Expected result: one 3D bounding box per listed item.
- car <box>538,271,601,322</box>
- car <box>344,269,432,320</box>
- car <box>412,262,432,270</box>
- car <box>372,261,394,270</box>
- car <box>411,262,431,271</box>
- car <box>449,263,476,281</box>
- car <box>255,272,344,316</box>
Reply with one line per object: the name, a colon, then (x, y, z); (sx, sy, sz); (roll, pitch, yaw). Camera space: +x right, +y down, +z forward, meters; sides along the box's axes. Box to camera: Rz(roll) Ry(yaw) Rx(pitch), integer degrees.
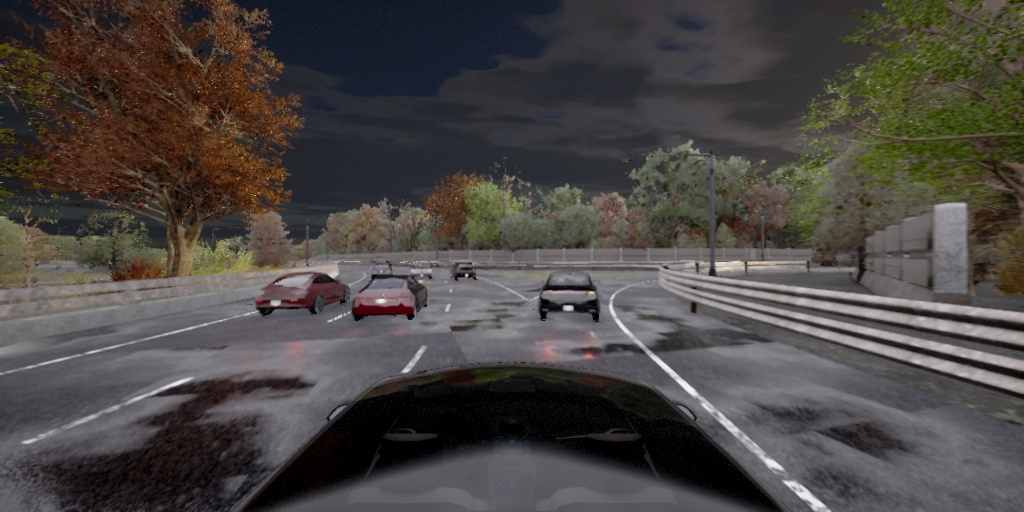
car: (2.036, 1.261, 12.496); (2.128, 1.511, 4.902); (0, 0, 11)
car: (-4.231, 1.360, 12.983); (1.994, 1.385, 4.181); (0, 0, -6)
car: (-8.712, 1.469, 34.217); (1.895, 1.301, 4.718); (0, 0, -17)
car: (-12.243, 1.429, 33.902); (2.033, 1.411, 5.357); (0, 0, -18)
car: (-14.276, 1.547, 55.905); (1.895, 1.301, 4.718); (0, 0, -29)
car: (-4.388, 1.350, 31.796); (1.837, 1.490, 4.892); (0, 0, -16)
car: (-7.796, 1.337, 13.731); (1.812, 1.442, 4.674); (0, 0, -6)
